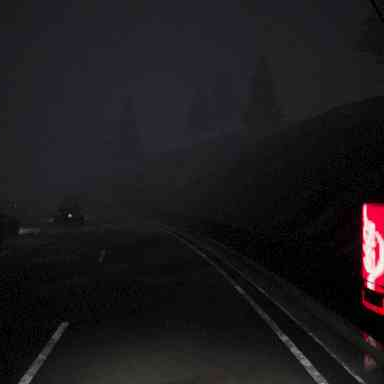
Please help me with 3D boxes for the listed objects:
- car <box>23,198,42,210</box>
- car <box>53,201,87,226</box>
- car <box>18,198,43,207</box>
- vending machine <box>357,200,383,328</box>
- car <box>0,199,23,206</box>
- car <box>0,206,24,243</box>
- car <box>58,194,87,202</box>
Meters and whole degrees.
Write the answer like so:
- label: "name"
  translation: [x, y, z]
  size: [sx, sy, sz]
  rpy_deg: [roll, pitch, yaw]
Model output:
- label: "car"
  translation: [-21.227, 1.600, 43.279]
  size: [1.895, 1.301, 4.718]
  rpy_deg: [0, 0, -43]
- label: "car"
  translation: [-8.911, 1.563, 23.914]
  size: [1.994, 1.385, 4.181]
  rpy_deg: [0, 0, -23]
- label: "car"
  translation: [-25.481, 1.601, 52.336]
  size: [4.718, 1.301, 1.895]
  rpy_deg: [0, 0, 42]
- label: "vending machine"
  translation: [3.675, 1.195, 5.814]
  size: [1.100, 2.100, 0.880]
  rpy_deg: [0, 0, -6]
- label: "car"
  translation: [-21.948, 1.547, 38.941]
  size: [2.033, 1.411, 5.357]
  rpy_deg: [0, 0, -41]
- label: "car"
  translation: [-9.681, 1.563, 15.839]
  size: [1.994, 1.385, 4.181]
  rpy_deg: [0, 0, -16]
- label: "car"
  translation: [-14.829, 1.221, 41.073]
  size: [2.150, 2.045, 5.566]
  rpy_deg: [0, 0, -39]
